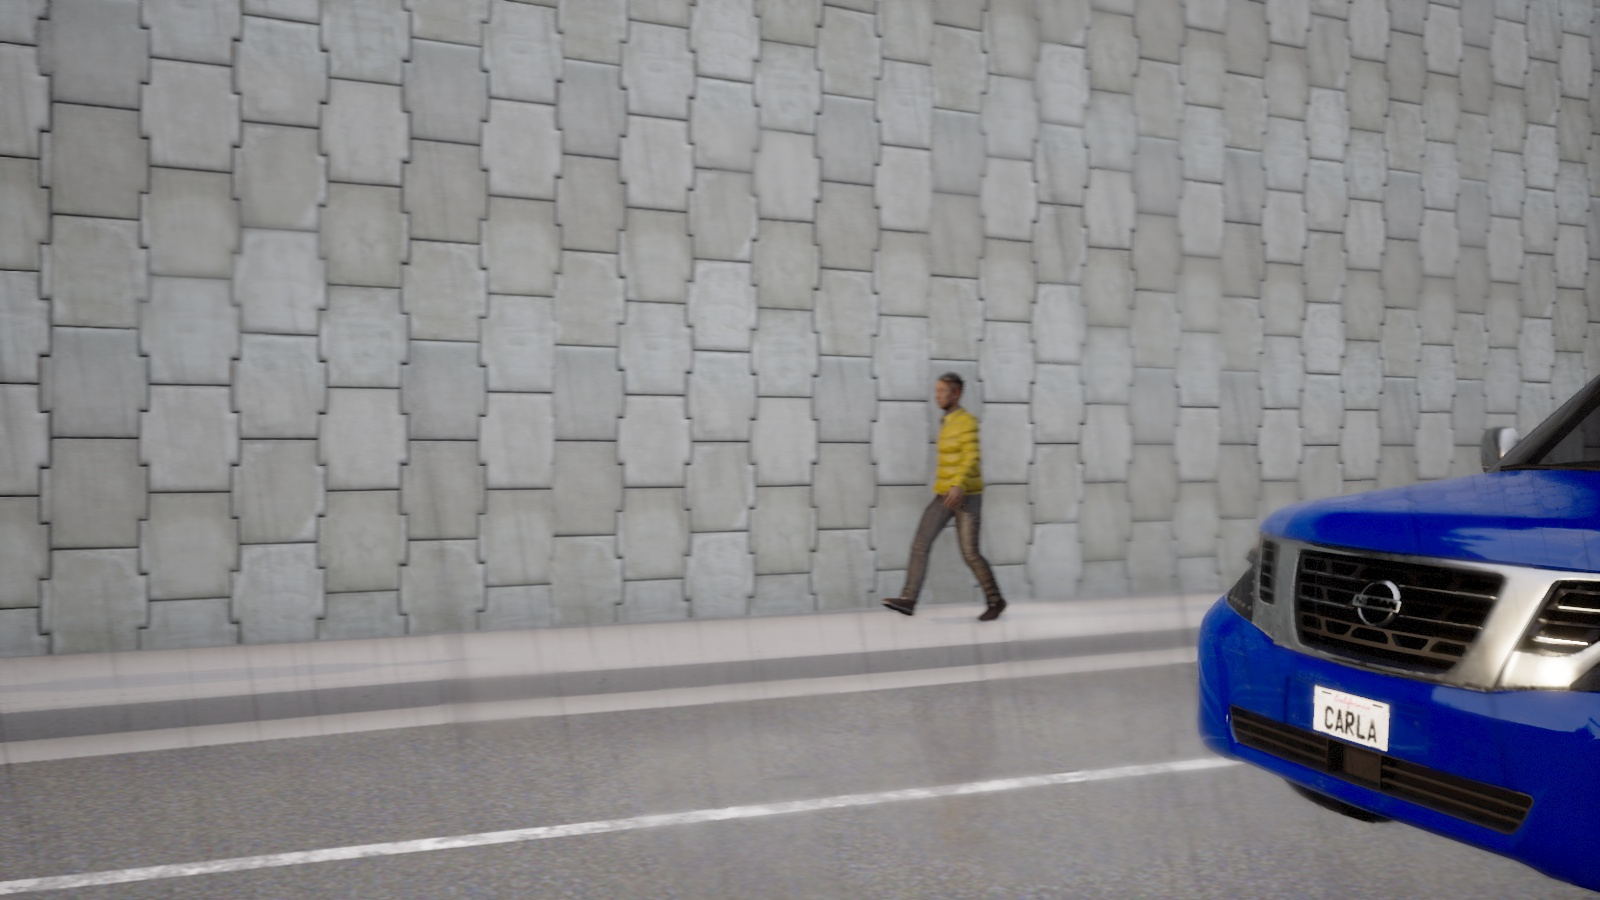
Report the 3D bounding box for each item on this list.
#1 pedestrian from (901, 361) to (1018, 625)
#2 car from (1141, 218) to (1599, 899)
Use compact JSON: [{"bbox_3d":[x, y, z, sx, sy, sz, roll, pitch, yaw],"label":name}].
[{"bbox_3d":[1.155,0.292,9.098,0.709,1.840,0.431,-1,1,-27],"label":"pedestrian"},{"bbox_3d":[4.313,0.390,4.885,5.566,2.045,2.150,-1,1,-21],"label":"car"}]
